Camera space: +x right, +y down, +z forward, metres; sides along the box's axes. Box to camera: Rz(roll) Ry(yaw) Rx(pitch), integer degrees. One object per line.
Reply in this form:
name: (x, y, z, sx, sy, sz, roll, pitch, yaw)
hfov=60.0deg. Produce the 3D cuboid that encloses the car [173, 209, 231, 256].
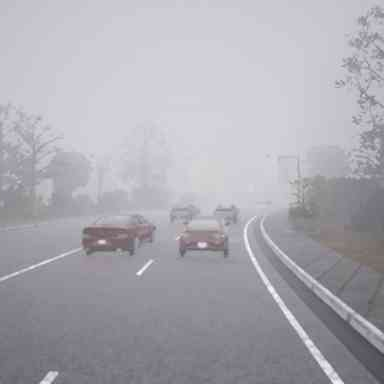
car: (0.596, 1.656, 13.640, 1.812, 1.442, 4.674, 0, 0, 6)

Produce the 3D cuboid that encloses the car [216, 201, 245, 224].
car: (2.949, 1.759, 27.677, 2.128, 1.511, 4.902, 0, 0, 14)

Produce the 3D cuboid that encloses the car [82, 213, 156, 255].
car: (-2.875, 1.607, 14.080, 1.882, 1.535, 5.008, 0, 0, 6)

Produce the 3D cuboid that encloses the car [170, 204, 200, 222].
car: (-0.462, 1.758, 28.460, 2.128, 1.511, 4.902, 0, 0, 13)

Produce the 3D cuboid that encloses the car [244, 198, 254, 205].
car: (13.060, 2.056, 74.269, 2.097, 1.767, 4.553, 0, -1, 35)

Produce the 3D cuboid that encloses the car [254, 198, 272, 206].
car: (15.747, 2.243, 72.011, 1.994, 1.385, 4.181, 0, -1, 35)
